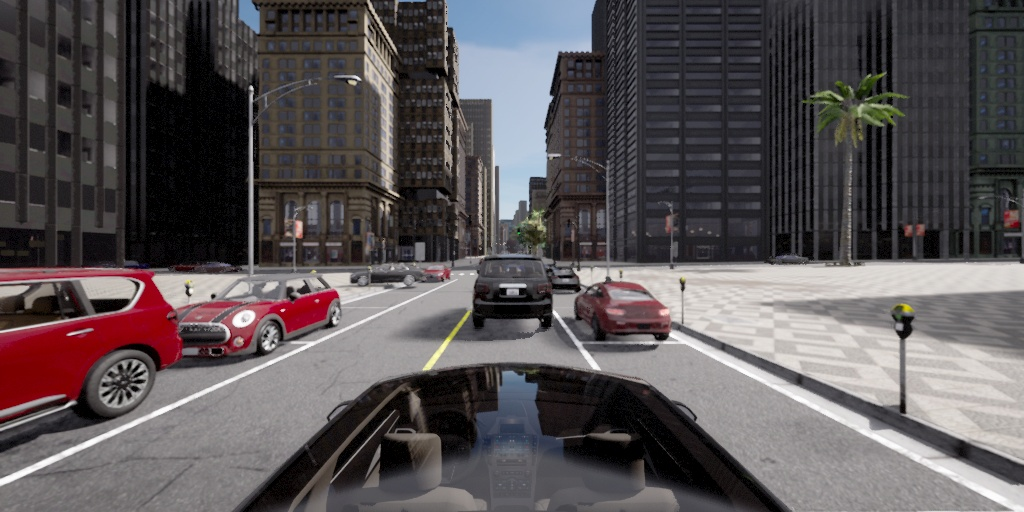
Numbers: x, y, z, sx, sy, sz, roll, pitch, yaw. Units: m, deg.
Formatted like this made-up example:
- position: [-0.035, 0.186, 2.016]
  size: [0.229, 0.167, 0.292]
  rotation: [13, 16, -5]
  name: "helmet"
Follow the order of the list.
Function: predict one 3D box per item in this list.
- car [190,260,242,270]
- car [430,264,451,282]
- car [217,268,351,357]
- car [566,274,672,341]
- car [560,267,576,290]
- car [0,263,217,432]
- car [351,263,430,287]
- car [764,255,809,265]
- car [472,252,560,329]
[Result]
- position: [-38.705, 1.616, 47.352]
  size: [5.357, 1.411, 2.033]
  rotation: [-1, 0, 0]
  name: "car"
- position: [-5.778, 1.274, 27.752]
  size: [1.802, 1.307, 4.207]
  rotation: [0, 0, 0]
  name: "car"
- position: [-5.766, 1.182, 8.422]
  size: [1.967, 1.591, 4.097]
  rotation: [0, 0, 0]
  name: "car"
- position: [2.758, 1.322, 9.584]
  size: [1.802, 1.307, 4.207]
  rotation: [0, 0, 0]
  name: "car"
- position: [2.752, 1.282, 20.387]
  size: [1.948, 1.339, 4.313]
  rotation: [0, 0, 0]
  name: "car"
- position: [-5.763, 1.064, 3.120]
  size: [2.192, 1.841, 5.009]
  rotation: [0, 0, 0]
  name: "car"
- position: [-7.503, 1.099, 21.832]
  size: [4.403, 1.370, 2.007]
  rotation: [0, 0, -9]
  name: "car"
- position: [38.703, 0.571, 50.579]
  size: [5.357, 1.411, 2.033]
  rotation: [-1, 0, 1]
  name: "car"
- position: [0.012, 0.959, 11.403]
  size: [2.150, 2.045, 5.566]
  rotation: [0, 0, 0]
  name: "car"
